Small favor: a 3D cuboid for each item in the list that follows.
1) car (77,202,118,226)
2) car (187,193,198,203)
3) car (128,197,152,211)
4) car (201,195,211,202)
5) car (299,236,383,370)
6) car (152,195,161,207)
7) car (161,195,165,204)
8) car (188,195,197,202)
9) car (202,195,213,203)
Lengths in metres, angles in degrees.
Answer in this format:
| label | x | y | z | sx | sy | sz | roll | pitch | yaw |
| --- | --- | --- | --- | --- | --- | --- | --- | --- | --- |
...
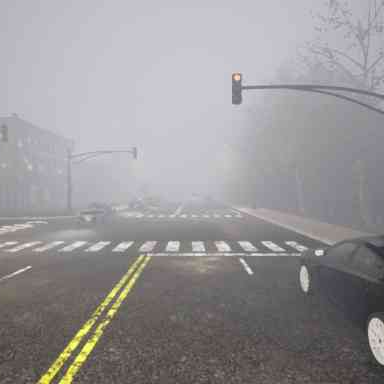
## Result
| label | x | y | z | sx | sy | sz | roll | pitch | yaw |
| --- | --- | --- | --- | --- | --- | --- | --- | --- | --- |
| car | -6.586 | 1.486 | 23.570 | 2.128 | 1.511 | 4.902 | 0 | 0 | 0 |
| car | 0.136 | 1.196 | 68.642 | 2.150 | 2.045 | 5.566 | 0 | 0 | 0 |
| car | -6.574 | 1.480 | 40.919 | 2.128 | 1.511 | 4.902 | 0 | 0 | 0 |
| car | 3.293 | 1.494 | 79.164 | 2.128 | 1.511 | 4.902 | 0 | 0 | 0 |
| car | 3.345 | 1.477 | 5.649 | 1.882 | 1.535 | 5.008 | 0 | 0 | 1 |
| car | -6.564 | 1.460 | 52.646 | 1.882 | 1.535 | 5.008 | 0 | 0 | 0 |
| car | -6.508 | 1.329 | 64.704 | 2.097 | 1.767 | 4.553 | 0 | 0 | 0 |
| car | 0.043 | 1.509 | 79.285 | 2.033 | 1.411 | 5.357 | 0 | 0 | 0 |
| car | 3.389 | 1.480 | 68.974 | 1.837 | 1.490 | 4.892 | 0 | 0 | 0 |
